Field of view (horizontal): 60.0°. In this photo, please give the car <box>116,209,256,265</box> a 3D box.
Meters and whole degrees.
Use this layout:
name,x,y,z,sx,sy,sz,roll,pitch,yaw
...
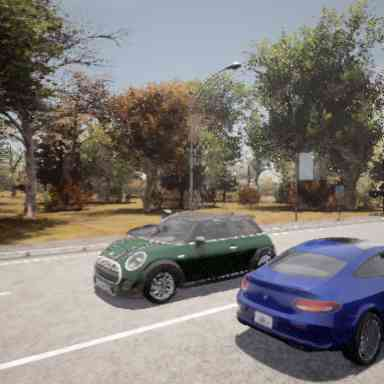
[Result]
name,x,y,z,sx,sy,sz,roll,pitch,yaw
car,-0.110,1.501,12.512,4.902,1.511,2.128,0,0,-35

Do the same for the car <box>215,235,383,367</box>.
name,x,y,z,sx,sy,sz,roll,pitch,yaw
car,2.826,1.533,5.766,4.674,1.442,1.812,0,0,-35

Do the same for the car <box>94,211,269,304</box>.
name,x,y,z,sx,sy,sz,roll,pitch,yaw
car,-0.035,1.358,8.268,4.553,1.767,2.097,0,0,-35
